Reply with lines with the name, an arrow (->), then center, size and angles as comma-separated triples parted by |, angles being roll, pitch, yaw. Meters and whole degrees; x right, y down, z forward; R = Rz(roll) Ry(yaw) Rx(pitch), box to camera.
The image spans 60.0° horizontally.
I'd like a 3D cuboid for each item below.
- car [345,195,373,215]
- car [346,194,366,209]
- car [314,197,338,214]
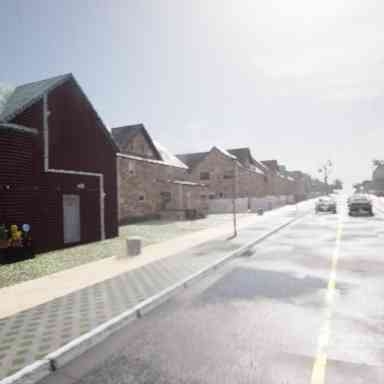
car -> 14.572, 1.172, 28.930 | 1.837, 1.490, 4.892 | -3, -1, 25
car -> 19.006, 1.063, 38.627 | 1.882, 1.535, 5.008 | -3, 0, 25
car -> 12.966, 1.265, 32.170 | 2.128, 1.511, 4.902 | -3, -1, 25
